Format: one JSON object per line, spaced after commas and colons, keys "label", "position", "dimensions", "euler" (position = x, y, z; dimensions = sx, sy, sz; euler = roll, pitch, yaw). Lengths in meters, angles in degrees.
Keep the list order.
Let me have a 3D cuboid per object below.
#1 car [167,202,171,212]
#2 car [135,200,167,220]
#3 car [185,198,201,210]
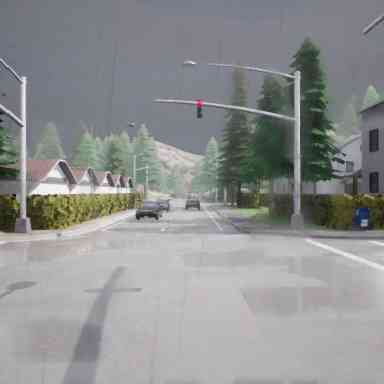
{"label": "car", "position": [-3.567, 1.577, 38.551], "dimensions": [1.994, 1.385, 4.181], "euler": [0, 0, 1]}
{"label": "car", "position": [-3.591, 1.557, 28.633], "dimensions": [2.033, 1.411, 5.357], "euler": [0, 0, 0]}
{"label": "car", "position": [0.112, 1.519, 43.284], "dimensions": [1.837, 1.490, 4.892], "euler": [0, 0, 0]}
